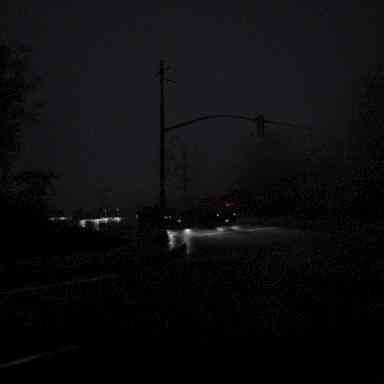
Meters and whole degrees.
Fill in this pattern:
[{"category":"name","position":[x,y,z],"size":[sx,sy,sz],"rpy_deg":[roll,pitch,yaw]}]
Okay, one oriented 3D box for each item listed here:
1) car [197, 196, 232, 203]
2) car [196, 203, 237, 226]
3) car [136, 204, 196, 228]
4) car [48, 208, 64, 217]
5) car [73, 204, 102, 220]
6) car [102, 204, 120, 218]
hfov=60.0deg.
[{"category":"car","position":[2.047,1.514,35.313],"size":[2.150,2.045,5.566],"rpy_deg":[0,-2,-34]},{"category":"car","position":[1.106,1.646,23.965],"size":[1.895,1.301,4.718],"rpy_deg":[0,-1,-34]},{"category":"car","position":[-2.135,1.570,22.513],"size":[2.128,1.511,4.902],"rpy_deg":[0,-1,-34]},{"category":"car","position":[-21.134,3.051,51.061],"size":[1.895,1.301,4.718],"rpy_deg":[0,-3,-34]},{"category":"car","position":[-11.986,2.335,37.233],"size":[1.812,1.442,4.674],"rpy_deg":[0,-3,-34]},{"category":"car","position":[-10.757,2.295,41.698],"size":[2.097,1.767,4.553],"rpy_deg":[0,-3,-34]}]
